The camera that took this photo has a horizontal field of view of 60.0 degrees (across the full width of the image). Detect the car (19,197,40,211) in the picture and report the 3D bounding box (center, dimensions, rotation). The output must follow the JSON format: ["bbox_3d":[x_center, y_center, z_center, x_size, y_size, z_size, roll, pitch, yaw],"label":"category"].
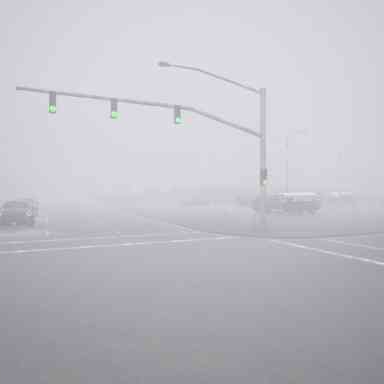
[{"bbox_3d":[-19.792,1.472,40.700,2.128,1.511,4.902,0,0,-24],"label":"car"}]

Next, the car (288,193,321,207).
[{"bbox_3d":[20.078,1.164,59.258,4.605,1.855,1.932,0,0,-23],"label":"car"}]

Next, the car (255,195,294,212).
[{"bbox_3d":[10.702,1.414,43.094,3.806,1.475,1.970,0,0,-23],"label":"car"}]

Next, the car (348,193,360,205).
[{"bbox_3d":[35.021,1.397,68.879,3.806,1.475,1.970,0,0,-23],"label":"car"}]

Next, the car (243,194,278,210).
[{"bbox_3d":[9.556,1.383,45.752,3.905,1.438,1.784,0,0,-23],"label":"car"}]

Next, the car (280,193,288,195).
[{"bbox_3d":[18.990,1.375,61.943,3.905,1.438,1.784,0,0,-23],"label":"car"}]

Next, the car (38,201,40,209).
[{"bbox_3d":[-15.605,1.331,31.171,2.097,1.767,4.553,0,0,-24],"label":"car"}]

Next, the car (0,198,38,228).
[{"bbox_3d":[-11.604,1.330,22.058,2.097,1.767,4.553,0,0,-24],"label":"car"}]

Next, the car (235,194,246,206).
[{"bbox_3d":[8.447,1.172,48.196,4.605,1.855,1.932,0,0,-23],"label":"car"}]

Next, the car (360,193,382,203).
[{"bbox_3d":[36.157,1.157,66.217,3.866,1.878,1.905,0,0,-23],"label":"car"}]

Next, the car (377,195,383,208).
[{"bbox_3d":[26.854,1.405,43.779,3.806,1.475,1.970,0,0,-23],"label":"car"}]
